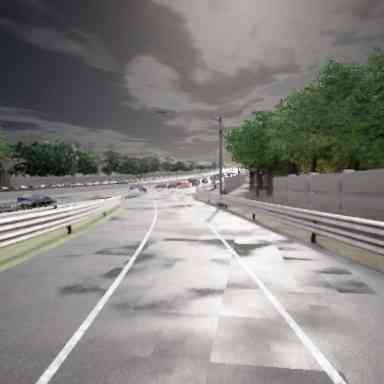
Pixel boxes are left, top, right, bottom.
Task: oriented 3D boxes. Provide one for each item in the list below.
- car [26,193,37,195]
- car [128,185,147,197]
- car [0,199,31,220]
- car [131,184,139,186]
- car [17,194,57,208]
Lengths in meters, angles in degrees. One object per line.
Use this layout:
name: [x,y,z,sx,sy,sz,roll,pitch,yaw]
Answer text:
car: [-20.797,0.918,44.016,1.882,1.535,5.008,1,3,12]
car: [-10.103,0.093,60.572,1.812,1.442,4.674,1,3,12]
car: [-16.748,1.714,29.309,1.994,1.385,4.181,1,3,12]
car: [-11.338,-0.473,71.405,2.033,1.411,5.357,1,3,12]
car: [-18.193,1.280,39.433,1.895,1.301,4.718,1,3,12]
